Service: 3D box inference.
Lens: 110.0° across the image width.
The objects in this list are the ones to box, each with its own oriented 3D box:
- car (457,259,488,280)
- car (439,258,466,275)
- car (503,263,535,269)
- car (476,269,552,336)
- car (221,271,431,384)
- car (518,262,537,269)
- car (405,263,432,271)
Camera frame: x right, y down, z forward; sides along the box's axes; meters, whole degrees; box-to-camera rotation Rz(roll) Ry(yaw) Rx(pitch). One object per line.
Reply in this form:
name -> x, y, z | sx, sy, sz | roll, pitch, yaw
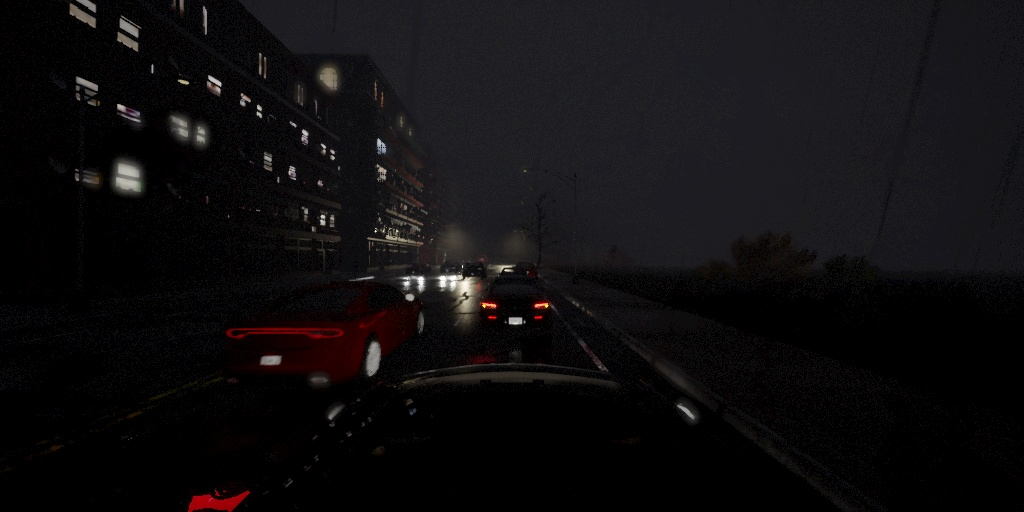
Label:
car -> -3.211, 1.245, 31.315 | 2.128, 1.511, 4.902 | 0, 0, 0
car -> -6.679, 1.245, 39.365 | 2.128, 1.511, 4.902 | 0, 0, 0
car -> 0.062, 1.317, 20.434 | 1.994, 1.385, 4.181 | 0, 0, 0
car -> 0.074, 1.277, 10.267 | 1.812, 1.442, 4.674 | 0, 0, 0
car -> -3.164, 1.228, 7.175 | 1.882, 1.535, 5.008 | 0, 0, 0
car -> 1.079, 1.231, 29.962 | 1.882, 1.535, 5.008 | 0, 0, 0
car -> -9.927, 1.354, 38.243 | 1.895, 1.301, 4.718 | 0, 0, 0
